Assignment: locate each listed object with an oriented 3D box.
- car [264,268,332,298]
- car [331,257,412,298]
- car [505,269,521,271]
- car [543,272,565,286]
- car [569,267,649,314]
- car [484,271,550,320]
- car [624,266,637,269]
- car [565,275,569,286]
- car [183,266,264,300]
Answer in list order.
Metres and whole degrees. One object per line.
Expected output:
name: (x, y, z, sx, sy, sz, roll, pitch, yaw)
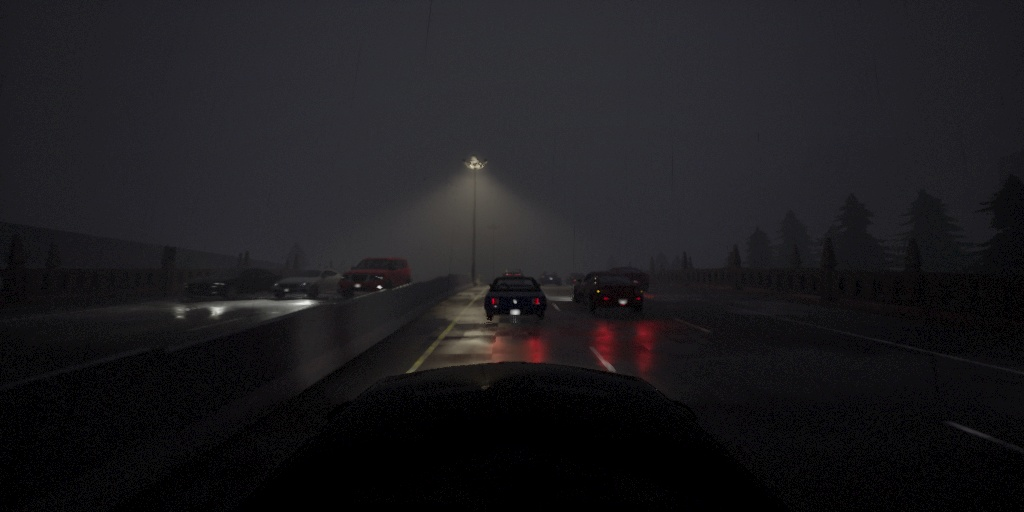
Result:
car: (-10.534, 1.368, 19.117, 1.812, 1.442, 4.674, 0, -1, 1)
car: (-7.030, 1.067, 19.184, 2.150, 2.045, 5.566, 0, -1, 1)
car: (0.108, 1.894, 31.535, 2.128, 1.511, 4.902, 0, -4, 0)
car: (3.609, 2.235, 35.101, 1.994, 1.385, 4.181, 0, -5, 0)
car: (3.603, 1.308, 13.939, 1.812, 1.442, 4.674, 0, 0, 0)
car: (0.102, 1.378, 12.808, 1.895, 1.301, 4.718, 0, 0, 0)
car: (7.106, 1.435, 23.011, 1.882, 1.535, 5.008, 0, -2, 0)
car: (7.110, 2.656, 40.327, 1.837, 1.490, 4.892, 0, -6, 0)
car: (-14.040, 1.307, 18.449, 1.882, 1.535, 5.008, 0, -1, 1)
